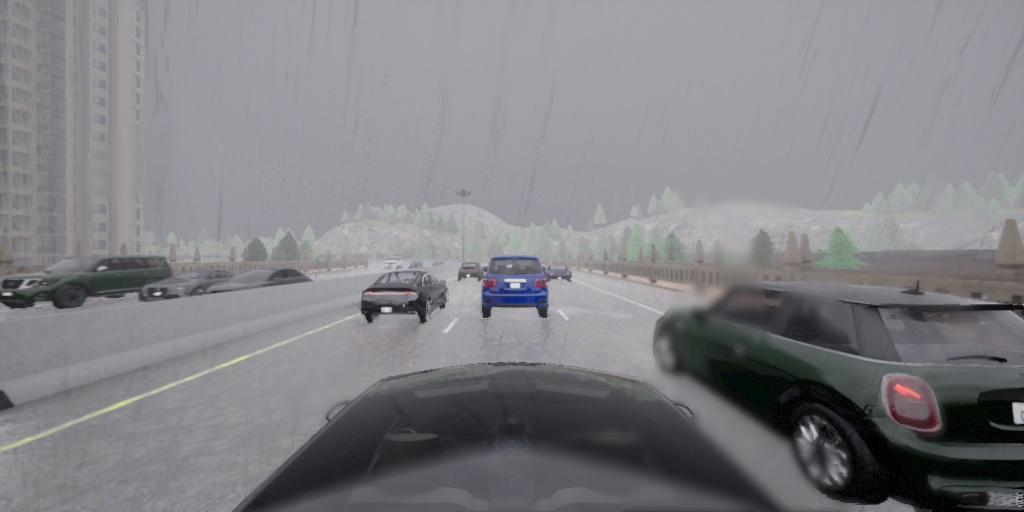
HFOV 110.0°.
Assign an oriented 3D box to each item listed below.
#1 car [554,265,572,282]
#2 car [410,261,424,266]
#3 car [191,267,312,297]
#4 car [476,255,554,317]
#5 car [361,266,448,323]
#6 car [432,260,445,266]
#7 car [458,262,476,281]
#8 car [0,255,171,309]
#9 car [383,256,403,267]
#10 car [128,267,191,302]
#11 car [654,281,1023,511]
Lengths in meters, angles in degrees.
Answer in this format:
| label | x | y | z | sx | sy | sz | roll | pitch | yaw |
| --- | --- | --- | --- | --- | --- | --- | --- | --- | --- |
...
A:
| label | x | y | z | sx | sy | sz | roll | pitch | yaw |
| --- | --- | --- | --- | --- | --- | --- | --- | --- | --- |
| car | 3.587 | 1.375 | 29.219 | 1.895 | 1.301 | 4.718 | 0 | 0 | 0 |
| car | -15.489 | 1.435 | 58.649 | 1.994 | 1.385 | 4.181 | 0 | 0 | -9 |
| car | -10.607 | 1.259 | 15.430 | 1.837 | 1.490 | 4.892 | 0 | 0 | 0 |
| car | 0.094 | 0.975 | 13.376 | 2.150 | 2.045 | 5.566 | 0 | 0 | 0 |
| car | -3.405 | 1.244 | 12.153 | 2.128 | 1.511 | 4.902 | 0 | 0 | 0 |
| car | -11.733 | 1.412 | 57.794 | 2.033 | 1.411 | 5.357 | 0 | 0 | -8 |
| car | -3.413 | 1.281 | 30.393 | 1.837 | 1.490 | 4.892 | 0 | 0 | 0 |
| car | -17.607 | 0.975 | 15.280 | 2.150 | 2.045 | 5.566 | 0 | 0 | 0 |
| car | -18.636 | 1.083 | 56.409 | 2.150 | 2.045 | 5.566 | 0 | 0 | -8 |
| car | -14.106 | 1.318 | 16.279 | 1.994 | 1.385 | 4.181 | 0 | 0 | 0 |
| car | 3.597 | 1.101 | 4.593 | 2.097 | 1.767 | 4.553 | 0 | 0 | 0 |
